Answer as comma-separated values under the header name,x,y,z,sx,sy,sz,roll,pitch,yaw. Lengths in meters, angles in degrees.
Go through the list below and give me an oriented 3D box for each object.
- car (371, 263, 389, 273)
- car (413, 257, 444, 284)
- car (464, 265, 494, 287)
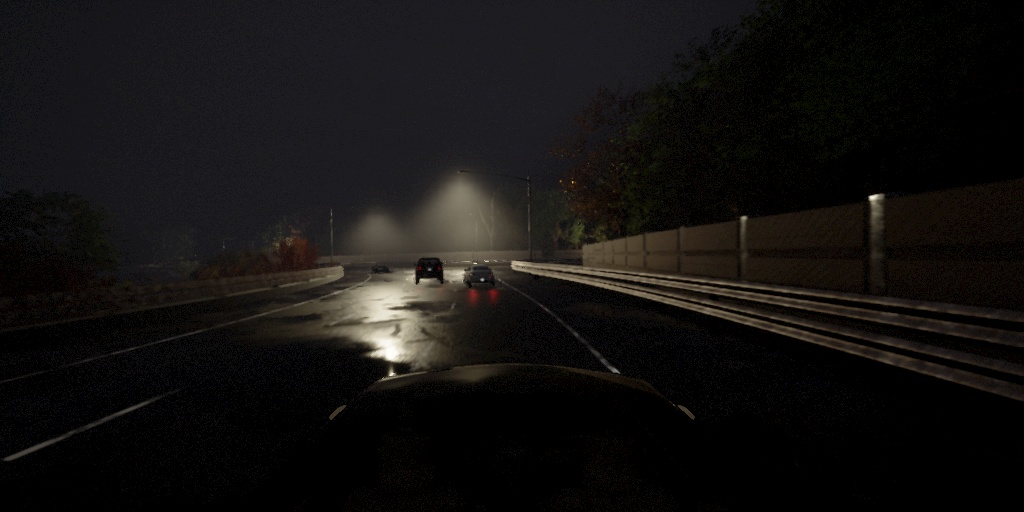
name,x,y,z,sx,sy,sz,roll,pitch,yaw
car,-18.695,1.680,50.834,1.994,1.385,4.181,-1,0,-27
car,-6.768,1.105,29.188,2.150,2.045,5.566,-1,0,-15
car,-2.399,1.325,25.546,1.812,1.442,4.674,-1,0,-12
